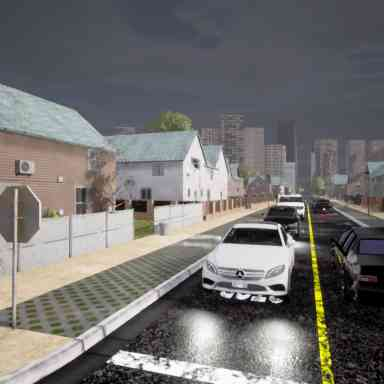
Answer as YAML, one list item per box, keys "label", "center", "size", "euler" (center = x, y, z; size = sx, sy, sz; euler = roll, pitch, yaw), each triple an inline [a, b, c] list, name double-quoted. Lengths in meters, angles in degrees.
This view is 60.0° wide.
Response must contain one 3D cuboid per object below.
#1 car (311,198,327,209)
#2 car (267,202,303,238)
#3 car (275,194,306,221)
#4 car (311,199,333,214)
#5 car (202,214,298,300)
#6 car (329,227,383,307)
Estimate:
- label: "car"
  center: [17.590, 1.586, 46.181]
  size: [1.994, 1.385, 4.181]
  euler: [0, 0, 19]
- label: "car"
  center: [4.915, 1.516, 18.083]
  size: [1.837, 1.490, 4.892]
  euler: [0, 0, 19]
- label: "car"
  center: [8.376, 1.237, 28.122]
  size: [2.150, 2.045, 5.566]
  euler: [0, 0, 19]
- label: "car"
  center: [14.352, 1.522, 36.545]
  size: [1.837, 1.490, 4.892]
  euler: [0, 0, 18]
- label: "car"
  center: [1.685, 1.533, 8.693]
  size: [1.812, 1.442, 4.674]
  euler: [0, 0, 19]
- label: "car"
  center: [4.445, 1.551, 7.947]
  size: [2.033, 1.411, 5.357]
  euler: [0, 0, 19]
